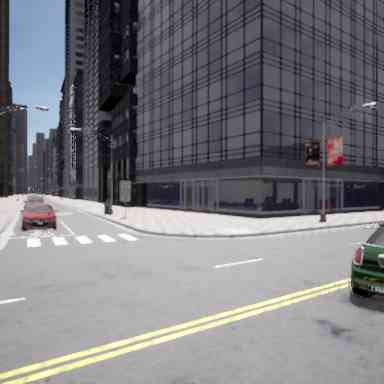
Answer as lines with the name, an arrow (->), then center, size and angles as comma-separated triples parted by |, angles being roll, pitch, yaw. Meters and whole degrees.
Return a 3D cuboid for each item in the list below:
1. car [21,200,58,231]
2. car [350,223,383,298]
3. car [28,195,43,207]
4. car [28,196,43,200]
car -> -9.601, 1.484, 20.939 | 1.882, 1.535, 5.008 | 0, 0, -26
car -> 5.563, 1.377, 7.393 | 4.553, 1.767, 2.097 | 0, 0, -35
car -> -25.029, 1.367, 53.098 | 2.097, 1.767, 4.553 | 0, 0, -26
car -> -16.479, 1.356, 35.187 | 2.097, 1.767, 4.553 | 0, 0, -26
